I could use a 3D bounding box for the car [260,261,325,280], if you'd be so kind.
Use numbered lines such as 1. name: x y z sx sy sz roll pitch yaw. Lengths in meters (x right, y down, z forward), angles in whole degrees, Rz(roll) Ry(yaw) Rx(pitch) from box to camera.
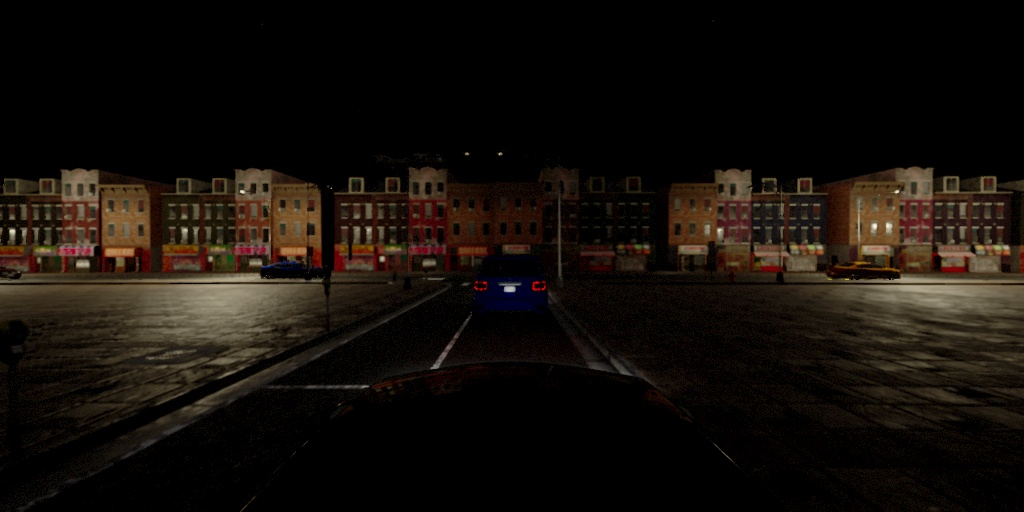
1. car: -17.916 1.216 29.548 5.008 1.535 1.882 0 1 0

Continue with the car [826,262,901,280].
1. car: 28.760 1.259 29.392 5.008 1.535 1.882 0 1 0

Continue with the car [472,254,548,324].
1. car: -0.033 0.962 12.068 2.150 2.045 5.566 0 0 0

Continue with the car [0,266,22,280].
1. car: -43.786 1.359 29.693 4.674 1.442 1.812 -1 1 1
